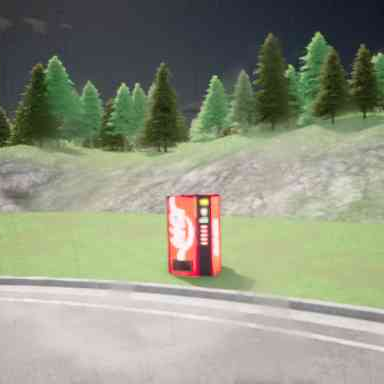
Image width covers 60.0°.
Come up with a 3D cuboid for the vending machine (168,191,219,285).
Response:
[{"bbox_3d":[0.060,1.047,8.157,0.880,2.100,1.100,-1,1,20],"label":"vending machine"}]
